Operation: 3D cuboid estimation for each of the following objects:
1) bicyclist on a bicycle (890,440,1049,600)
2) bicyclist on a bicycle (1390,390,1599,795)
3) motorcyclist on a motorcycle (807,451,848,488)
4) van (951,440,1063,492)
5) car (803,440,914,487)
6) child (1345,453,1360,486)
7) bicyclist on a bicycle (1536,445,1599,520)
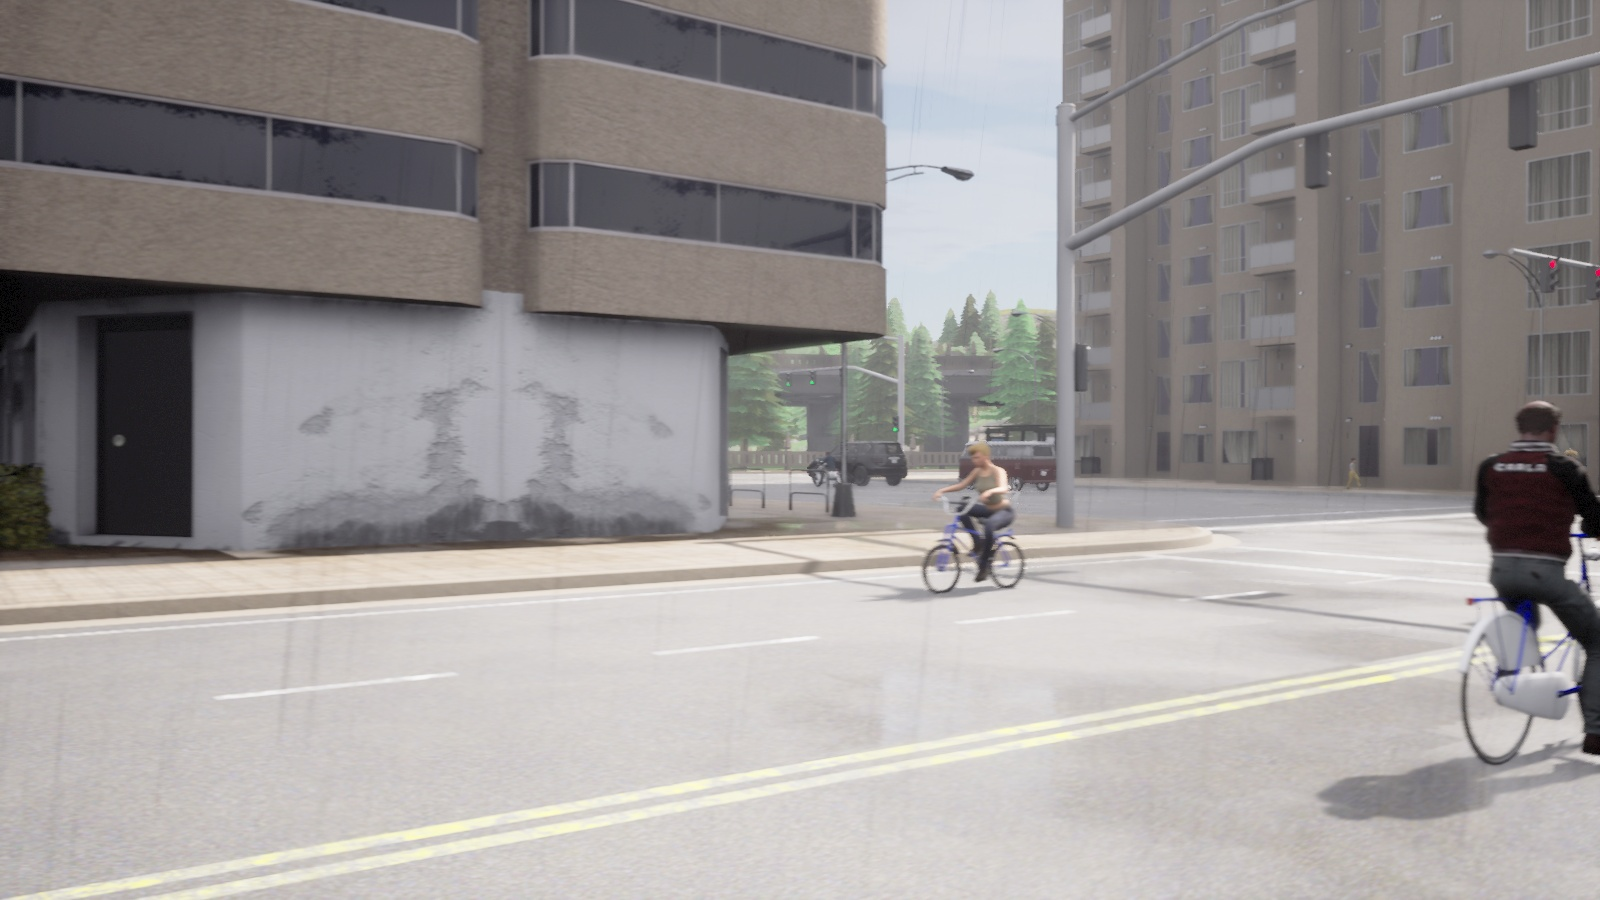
[{"bbox_3d":[1.828,0.711,13.497,1.509,1.612,0.866,0,0,-35],"label":"bicyclist on a bicycle"},{"bbox_3d":[3.791,0.623,6.307,1.843,1.776,0.659,0,0,-35],"label":"bicyclist on a bicycle"},{"bbox_3d":[1.173,0.829,54.149,0.866,1.590,1.817,0,0,-35],"label":"motorcyclist on a motorcycle"},{"bbox_3d":[8.228,0.604,50.282,1.775,1.987,4.442,0,0,-35],"label":"van"},{"bbox_3d":[2.647,0.601,58.109,2.150,2.045,5.566,0,0,-35],"label":"car"},{"bbox_3d":[21.198,0.757,48.196,0.270,1.263,0.437,0,0,-34],"label":"child"},{"bbox_3d":[17.161,0.713,27.752,1.509,1.612,0.866,0,-2,33],"label":"bicyclist on a bicycle"}]
